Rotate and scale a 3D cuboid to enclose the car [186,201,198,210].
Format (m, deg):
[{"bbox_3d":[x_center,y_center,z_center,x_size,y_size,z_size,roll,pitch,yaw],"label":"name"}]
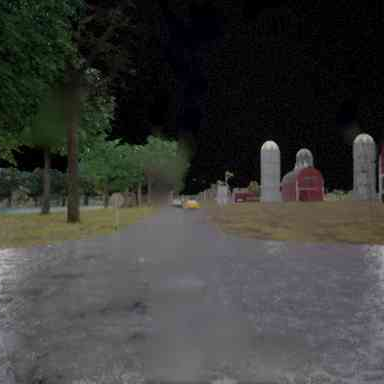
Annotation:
[{"bbox_3d":[0.021,2.205,56.528,1.882,1.535,5.008,0,-1,0],"label":"car"}]

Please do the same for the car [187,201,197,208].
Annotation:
[{"bbox_3d":[0.025,2.573,66.974,1.895,1.301,4.718,0,-1,0],"label":"car"}]

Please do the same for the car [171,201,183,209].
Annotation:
[{"bbox_3d":[-2.727,2.303,61.116,1.882,1.535,5.008,0,-1,0],"label":"car"}]
